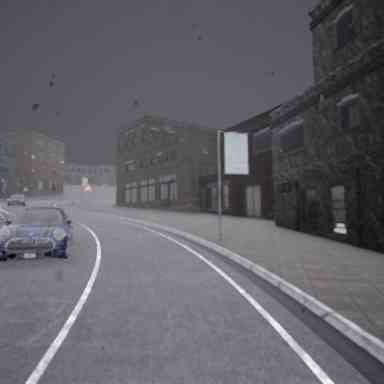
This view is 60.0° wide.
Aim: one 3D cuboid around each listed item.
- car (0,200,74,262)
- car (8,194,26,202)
[{"bbox_3d":[-5.562,1.353,12.307,2.097,1.767,4.553,1,0,-16],"label":"car"},{"bbox_3d":[-25.171,1.127,48.004,2.097,1.767,4.553,2,-1,-23],"label":"car"}]
